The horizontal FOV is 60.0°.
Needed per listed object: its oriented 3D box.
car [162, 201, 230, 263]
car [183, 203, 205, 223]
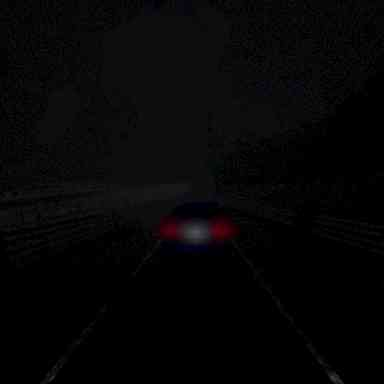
[{"bbox_3d":[0.167,1.326,12.489,2.150,2.045,5.566,0,0,1],"label":"car"},{"bbox_3d":[0.125,1.751,28.911,1.812,1.442,4.674,0,0,-1],"label":"car"}]
